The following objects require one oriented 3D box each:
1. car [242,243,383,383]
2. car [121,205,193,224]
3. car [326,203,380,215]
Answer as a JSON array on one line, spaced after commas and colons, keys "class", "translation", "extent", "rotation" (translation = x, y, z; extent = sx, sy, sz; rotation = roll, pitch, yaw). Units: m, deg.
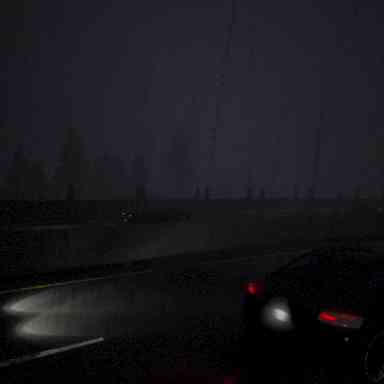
[{"class": "car", "translation": [2.846, 1.555, 5.340], "extent": [4.181, 1.385, 1.994], "rotation": [0, 0, -32]}, {"class": "car", "translation": [-2.381, 1.554, 22.778], "extent": [4.718, 1.301, 1.895], "rotation": [0, 0, -29]}, {"class": "car", "translation": [12.499, 1.571, 25.757], "extent": [4.181, 1.385, 1.994], "rotation": [0, 0, -21]}]
